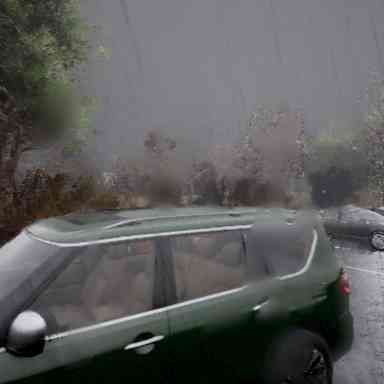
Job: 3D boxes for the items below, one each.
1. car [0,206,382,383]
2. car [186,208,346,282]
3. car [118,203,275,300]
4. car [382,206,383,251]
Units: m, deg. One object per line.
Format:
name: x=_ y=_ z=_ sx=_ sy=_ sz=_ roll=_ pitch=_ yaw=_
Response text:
car: x=-0.793 y=1.203 z=3.151 sx=5.566 sy=2.045 sz=2.150 roll=0 pitch=0 yaw=-33
car: x=2.045 y=1.423 z=10.781 sx=2.097 sy=1.535 sz=5.008 roll=0 pitch=0 yaw=-34
car: x=-0.190 y=1.303 z=9.266 sx=2.185 sy=1.767 sz=4.553 roll=0 pitch=0 yaw=-34
car: x=6.848 y=1.411 z=13.982 sx=2.231 sy=1.521 sz=4.892 roll=0 pitch=0 yaw=-34
